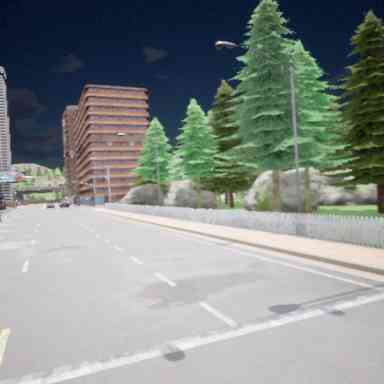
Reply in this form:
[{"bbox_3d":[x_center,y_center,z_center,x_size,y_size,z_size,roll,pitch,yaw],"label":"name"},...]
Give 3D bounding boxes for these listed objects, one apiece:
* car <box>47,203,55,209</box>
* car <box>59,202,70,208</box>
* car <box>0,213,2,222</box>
[{"bbox_3d":[-37.287,3.797,87.847,1.895,1.301,4.718,-3,0,-24],"label":"car"},{"bbox_3d":[-34.064,3.366,89.167,2.097,1.767,4.553,-3,0,-24],"label":"car"},{"bbox_3d":[-23.622,2.959,39.208,1.837,1.490,4.892,-3,0,-24],"label":"car"}]
